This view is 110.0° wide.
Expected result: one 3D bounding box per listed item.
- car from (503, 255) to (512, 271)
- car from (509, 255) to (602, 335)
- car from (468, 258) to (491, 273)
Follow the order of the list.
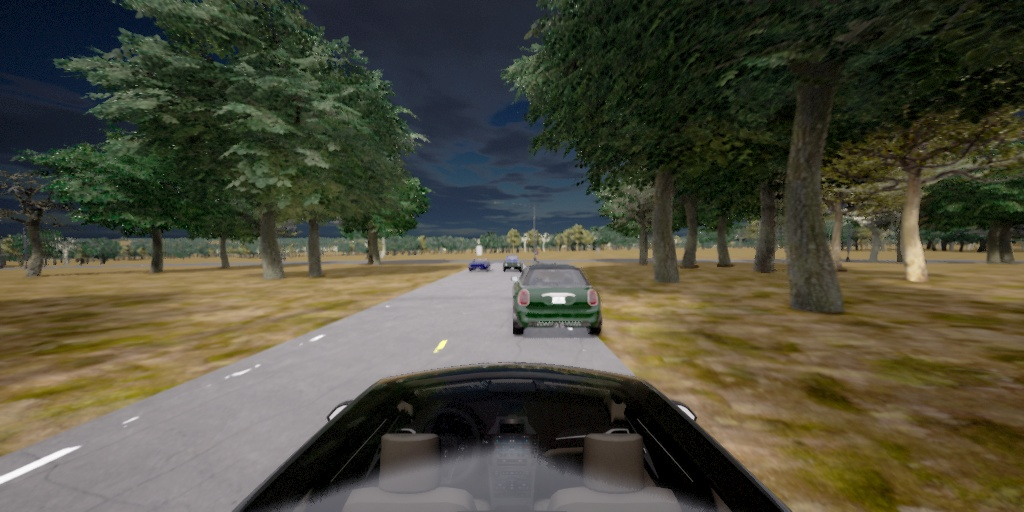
[{"bbox_3d":[0.046,0.855,36.564,1.895,1.301,4.718,0,1,0],"label":"car"},{"bbox_3d":[1.047,0.972,10.182,2.097,1.767,4.553,0,1,0],"label":"car"},{"bbox_3d":[-3.095,0.878,34.582,1.895,1.301,4.718,0,1,0],"label":"car"}]
